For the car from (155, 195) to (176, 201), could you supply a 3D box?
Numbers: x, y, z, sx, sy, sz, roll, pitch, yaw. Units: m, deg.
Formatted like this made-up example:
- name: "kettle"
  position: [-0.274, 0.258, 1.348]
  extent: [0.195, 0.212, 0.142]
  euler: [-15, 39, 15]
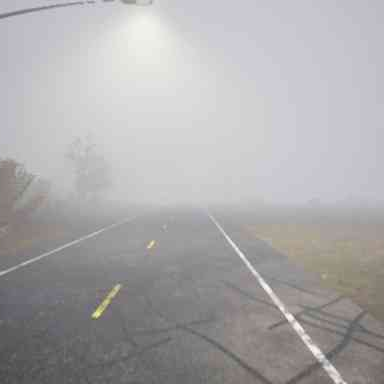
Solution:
- name: "car"
  position: [-6.751, 1.527, 84.722]
  extent: [5.357, 1.411, 2.033]
  euler: [0, 0, -1]

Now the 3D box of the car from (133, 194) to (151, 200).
- name: "car"
  position: [-13.683, 1.421, 91.529]
  extent: [5.008, 1.535, 1.882]
  euler: [0, 0, -2]
